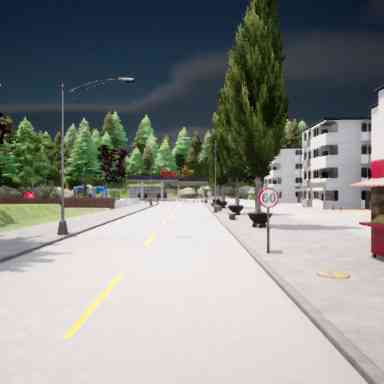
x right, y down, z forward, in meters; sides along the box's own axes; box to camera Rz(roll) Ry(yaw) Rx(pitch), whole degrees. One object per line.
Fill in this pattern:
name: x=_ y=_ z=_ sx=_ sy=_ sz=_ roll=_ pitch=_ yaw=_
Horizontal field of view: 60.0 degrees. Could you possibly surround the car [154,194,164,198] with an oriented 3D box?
car: x=-8.973 y=1.397 z=95.210 sx=3.633 sy=1.501 sz=1.845 roll=0 pitch=0 yaw=0
